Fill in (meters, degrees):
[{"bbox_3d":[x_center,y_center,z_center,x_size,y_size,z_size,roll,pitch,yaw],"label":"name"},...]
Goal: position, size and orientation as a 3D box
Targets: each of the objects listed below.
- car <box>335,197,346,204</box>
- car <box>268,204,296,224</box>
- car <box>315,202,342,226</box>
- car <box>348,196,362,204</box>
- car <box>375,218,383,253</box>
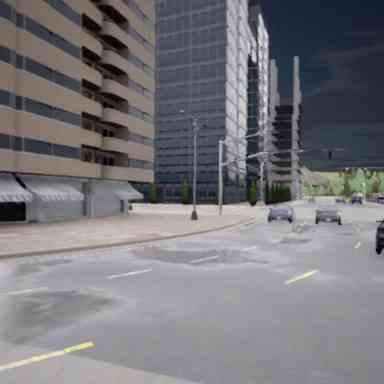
[{"bbox_3d":[37.366,2.094,83.449,2.097,1.767,4.553,0,0,22],"label":"car"},{"bbox_3d":[7.474,1.753,27.457,1.812,1.442,4.674,0,-1,22],"label":"car"},{"bbox_3d":[10.734,1.767,26.179,1.812,1.442,4.674,0,-1,22],"label":"car"},{"bbox_3d":[40.520,1.971,81.908,2.150,2.045,5.566,0,0,22],"label":"car"},{"bbox_3d":[8.728,1.625,13.730,1.882,1.535,5.008,0,0,32],"label":"car"}]
